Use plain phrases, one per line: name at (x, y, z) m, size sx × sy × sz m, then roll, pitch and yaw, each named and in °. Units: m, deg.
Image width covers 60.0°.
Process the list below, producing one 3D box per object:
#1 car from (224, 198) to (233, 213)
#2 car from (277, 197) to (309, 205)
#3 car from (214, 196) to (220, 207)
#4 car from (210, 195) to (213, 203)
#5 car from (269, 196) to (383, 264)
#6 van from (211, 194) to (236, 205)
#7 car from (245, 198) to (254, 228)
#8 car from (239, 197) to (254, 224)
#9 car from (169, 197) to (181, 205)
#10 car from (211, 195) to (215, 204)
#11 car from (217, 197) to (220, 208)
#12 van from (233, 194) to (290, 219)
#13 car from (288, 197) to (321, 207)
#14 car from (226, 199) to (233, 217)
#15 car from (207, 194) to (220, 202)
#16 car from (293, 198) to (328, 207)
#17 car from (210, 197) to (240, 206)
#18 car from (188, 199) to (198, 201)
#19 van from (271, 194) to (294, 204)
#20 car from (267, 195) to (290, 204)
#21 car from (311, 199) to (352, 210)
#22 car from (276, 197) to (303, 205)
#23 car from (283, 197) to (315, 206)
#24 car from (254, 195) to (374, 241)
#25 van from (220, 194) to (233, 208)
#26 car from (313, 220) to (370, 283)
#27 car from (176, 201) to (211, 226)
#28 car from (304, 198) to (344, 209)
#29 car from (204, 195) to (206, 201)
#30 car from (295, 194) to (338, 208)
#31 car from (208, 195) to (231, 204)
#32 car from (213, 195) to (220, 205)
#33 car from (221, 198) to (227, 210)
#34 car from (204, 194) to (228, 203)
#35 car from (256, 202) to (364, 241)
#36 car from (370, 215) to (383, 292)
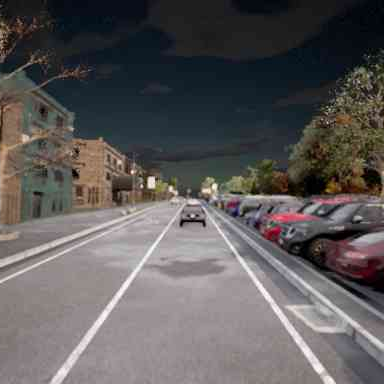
car at (5.668, 1.581, 30.464) m, size 4.792 × 1.488 × 2.163 m, roll 0°, pitch 0°, yaw 0°
car at (18.604, 1.657, 61.390) m, size 5.366 × 1.575 × 1.946 m, roll 0°, pitch 0°, yaw 0°
car at (5.887, 1.571, 41.677) m, size 5.366 × 1.575 × 1.946 m, roll 0°, pitch 0°, yaw 0°
car at (5.702, 1.615, 52.883) m, size 4.892 × 1.521 × 2.231 m, roll 0°, pitch 0°, yaw 0°
car at (5.661, 1.260, 10.842) m, size 5.566 × 2.045 × 2.435 m, roll 0°, pitch 0°, yaw 0°
van at (5.826, 1.432, 61.298) m, size 4.442 × 1.987 × 1.878 m, roll 0°, pitch 0°, yaw 0°
car at (5.662, 1.403, 19.251) m, size 4.553 × 1.767 × 2.185 m, roll 0°, pitch 0°, yaw 0°
car at (5.725, 1.409, 22.054) m, size 4.553 × 1.767 × 2.185 m, roll 0°, pitch 0°, yaw 0°
car at (-3.164, 1.727, 63.361) m, size 1.812 × 1.442 × 4.674 m, roll 0°, pitch 0°, yaw 1°
car at (5.676, 1.631, 50.085) m, size 4.792 × 1.488 × 2.163 m, roll 0°, pitch 0°, yaw 0°
car at (5.730, 1.598, 38.874) m, size 4.792 × 1.488 × 2.163 m, roll 0°, pitch 0°, yaw 0°
van at (5.579, 1.314, 24.858) m, size 4.442 × 1.987 × 1.878 m, roll 0°, pitch 0°, yaw 0°
car at (18.758, 1.660, 55.819) m, size 4.792 × 1.488 × 2.163 m, roll 0°, pitch 0°, yaw 0°
car at (5.691, 1.545, 27.661) m, size 5.008 × 1.535 × 2.097 m, roll 0°, pitch 0°, yaw 0°
car at (5.736, 1.377, 55.691) m, size 5.566 × 2.045 × 2.435 m, roll 0°, pitch 0°, yaw 0°
car at (18.815, 1.646, 53.034) m, size 4.792 × 1.488 × 2.163 m, roll 0°, pitch 0°, yaw 0°
car at (5.703, 1.643, 58.493) m, size 5.008 × 1.535 × 2.097 m, roll 0°, pitch 0°, yaw 0°
car at (0.085, 1.643, 45.848) m, size 1.812 × 1.442 × 4.674 m, roll 0°, pitch 0°, yaw 0°
van at (18.914, 1.477, 69.748) m, size 4.442 × 1.987 × 1.878 m, roll 0°, pitch 0°, yaw 0°
car at (18.771, 1.595, 72.528) m, size 4.553 × 1.767 × 2.185 m, roll 0°, pitch 0°, yaw 0°
car at (18.780, 1.624, 44.803) m, size 4.674 × 1.452 × 2.002 m, roll 0°, pitch 0°, yaw 0°
car at (18.789, 1.714, 64.175) m, size 4.674 × 1.452 × 2.002 m, roll 0°, pitch 0°, yaw 0°
car at (18.783, 1.645, 58.604) m, size 5.008 × 1.535 × 2.097 m, roll 0°, pitch 0°, yaw 0°
car at (5.662, 1.266, 13.645) m, size 5.566 × 2.045 × 2.435 m, roll 0°, pitch 0°, yaw 0°
van at (5.583, 1.337, 36.071) m, size 4.442 × 1.987 × 1.878 m, roll 0°, pitch 0°, yaw 0°
car at (5.686, 1.546, 8.038) m, size 4.674 × 1.452 × 2.002 m, roll 0°, pitch 0°, yaw 0°
car at (0.084, 1.611, 24.072) m, size 2.033 × 1.411 × 5.357 m, roll 0°, pitch 0°, yaw 1°
car at (18.779, 1.593, 47.464) m, size 5.008 × 1.535 × 2.097 m, roll 0°, pitch 0°, yaw 0°
car at (5.750, 1.468, 72.510) m, size 5.566 × 2.045 × 2.435 m, roll 0°, pitch 0°, yaw 0°
car at (18.757, 1.352, 50.252) m, size 5.566 × 2.045 × 2.435 m, roll 0°, pitch 0°, yaw 0°
car at (5.686, 1.576, 69.708) m, size 4.553 × 1.767 × 2.185 m, roll 0°, pitch 0°, yaw 0°
car at (5.698, 1.580, 44.477) m, size 5.008 × 1.535 × 2.097 m, roll 0°, pitch 0°, yaw 0°
car at (5.669, 1.586, 33.267) m, size 4.792 × 1.488 × 2.163 m, roll 0°, pitch 0°, yaw 0°
car at (5.767, 1.537, 80.920) m, size 5.566 × 2.045 × 2.435 m, roll 0°, pitch -1°, yaw 0°
car at (5.661, 1.397, 16.448) m, size 4.553 × 1.767 × 2.185 m, roll 0°, pitch 0°, yaw 0°
car at (5.719, 1.375, 5.234) m, size 4.553 × 1.767 × 2.185 m, roll 0°, pitch 0°, yaw 0°
